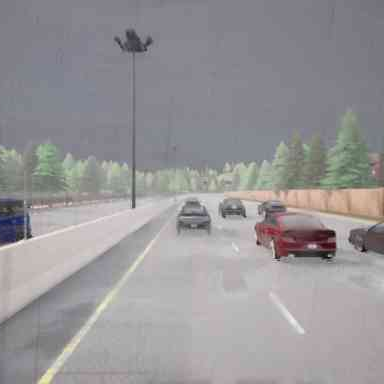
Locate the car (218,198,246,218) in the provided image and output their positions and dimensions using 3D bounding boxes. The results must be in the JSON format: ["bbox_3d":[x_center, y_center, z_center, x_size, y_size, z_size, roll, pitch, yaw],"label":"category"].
[{"bbox_3d":[3.599,1.353,30.518,2.097,1.767,4.553,0,0,0],"label":"car"}]

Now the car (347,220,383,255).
[{"bbox_3d":[7.094,1.548,10.735,2.033,1.411,5.357,0,0,0],"label":"car"}]

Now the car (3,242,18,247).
[{"bbox_3d":[-7.099,1.222,10.287,2.150,2.045,5.566,0,0,0],"label":"car"}]

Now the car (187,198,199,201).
[{"bbox_3d":[0.098,1.506,40.156,1.837,1.490,4.892,0,0,0],"label":"car"}]

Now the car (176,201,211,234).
[{"bbox_3d":[0.099,1.492,19.228,2.128,1.511,4.902,0,0,0],"label":"car"}]

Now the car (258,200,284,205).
[{"bbox_3d":[7.099,1.506,29.804,1.837,1.490,4.892,0,0,0],"label":"car"}]

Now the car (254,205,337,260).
[{"bbox_3d":[3.599,1.478,12.435,1.882,1.535,5.008,0,0,0],"label":"car"}]
